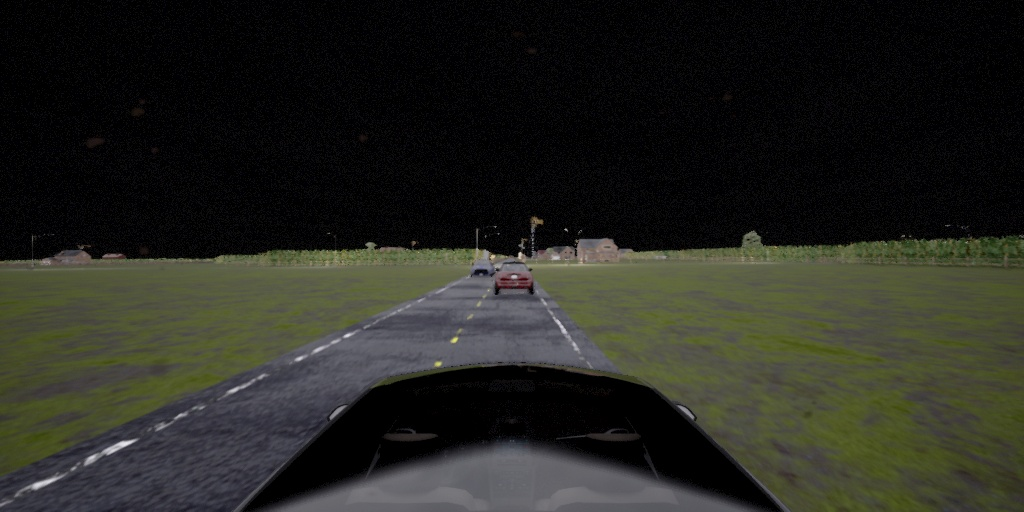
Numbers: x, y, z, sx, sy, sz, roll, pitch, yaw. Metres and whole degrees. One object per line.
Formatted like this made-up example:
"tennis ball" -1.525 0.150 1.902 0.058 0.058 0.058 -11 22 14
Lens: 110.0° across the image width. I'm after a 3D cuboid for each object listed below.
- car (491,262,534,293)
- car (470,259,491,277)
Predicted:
"car" 0.115 1.105 20.716 2.097 1.767 4.553 0 0 0
"car" -2.814 1.114 35.007 2.097 1.767 4.553 0 0 0
